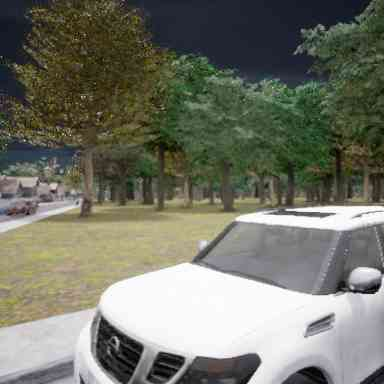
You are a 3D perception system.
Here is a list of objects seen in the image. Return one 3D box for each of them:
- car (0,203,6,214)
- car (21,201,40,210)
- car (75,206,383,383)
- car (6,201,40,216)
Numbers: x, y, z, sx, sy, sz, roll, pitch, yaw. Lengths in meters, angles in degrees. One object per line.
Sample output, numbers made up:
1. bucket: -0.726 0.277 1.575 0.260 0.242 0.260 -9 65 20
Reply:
1. car: -23.309 2.060 41.411 1.812 1.442 4.674 0 -1 -14
2. car: -26.509 2.190 54.833 1.837 1.490 4.892 0 -1 -13
3. car: 1.481 1.239 4.268 5.566 2.045 2.150 0 -1 -38
4. car: -19.729 1.851 39.074 2.097 1.767 4.553 0 -1 -13
